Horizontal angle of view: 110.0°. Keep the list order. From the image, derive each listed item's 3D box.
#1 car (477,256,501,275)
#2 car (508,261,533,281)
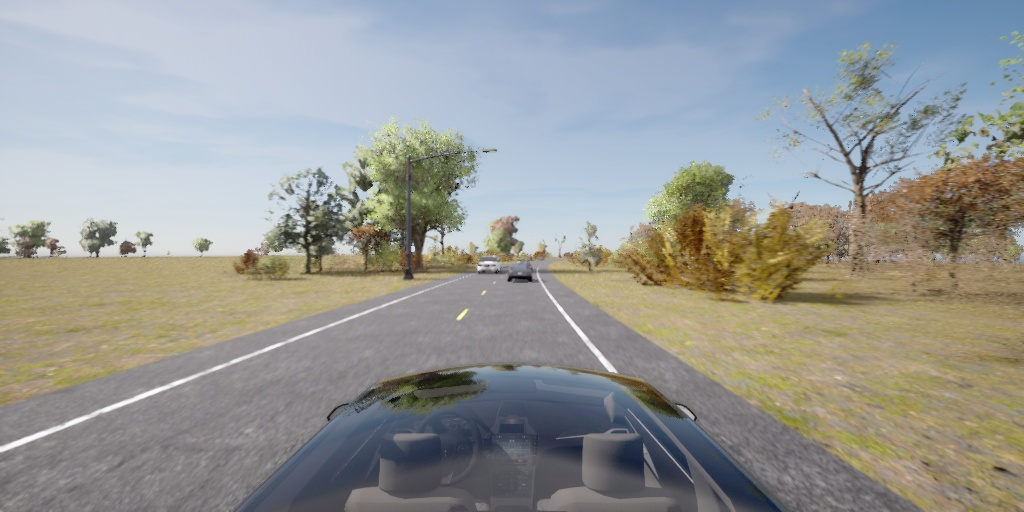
[{"bbox_3d":[-2.491,0.969,40.196,2.150,2.045,5.566,0,0,4],"label":"car"},{"bbox_3d":[0.697,1.318,29.797,1.994,1.385,4.181,0,0,2],"label":"car"}]
